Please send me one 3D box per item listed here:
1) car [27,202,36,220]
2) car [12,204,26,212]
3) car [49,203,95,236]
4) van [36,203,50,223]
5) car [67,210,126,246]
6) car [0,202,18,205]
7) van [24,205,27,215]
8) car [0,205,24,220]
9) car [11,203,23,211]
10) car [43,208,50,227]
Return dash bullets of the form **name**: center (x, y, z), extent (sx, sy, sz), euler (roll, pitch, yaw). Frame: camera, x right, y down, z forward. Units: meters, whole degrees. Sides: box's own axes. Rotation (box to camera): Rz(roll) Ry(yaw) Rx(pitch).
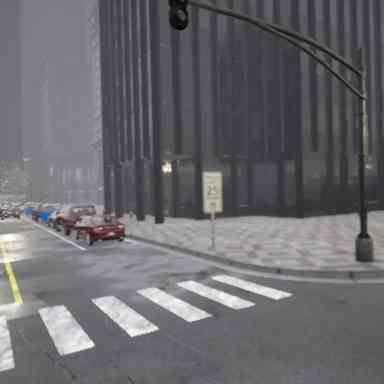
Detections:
- **car**: center (-15.447, 2.039, 34.723), extent (2.192, 1.841, 5.009), euler (-3, 0, -31)
- **car**: center (-33.854, 3.011, 65.000), extent (1.947, 1.339, 4.313), euler (-3, 0, -31)
- **car**: center (-7.541, 1.725, 21.671), extent (2.192, 1.841, 5.009), euler (-3, 0, -31)
- **van**: center (-12.810, 1.961, 30.373), extent (1.690, 1.788, 3.998), euler (-3, 0, -31)
- **car**: center (-4.895, 1.849, 17.321), extent (1.887, 1.381, 4.507), euler (-3, 0, -31)
- **car**: center (-26.418, 2.613, 47.451), extent (1.882, 1.535, 5.008), euler (-2, 0, -31)
- **van**: center (-20.716, 2.274, 43.424), extent (1.690, 1.788, 3.998), euler (-3, 0, -31)
- **car**: center (-21.044, 2.525, 38.665), extent (1.895, 1.301, 4.718), euler (-2, 0, -31)
- **car**: center (-36.554, 3.113, 69.447), extent (1.947, 1.339, 4.313), euler (-3, 0, -31)
- **car**: center (-10.164, 2.097, 26.023), extent (1.802, 1.307, 4.206), euler (-3, 0, -31)
